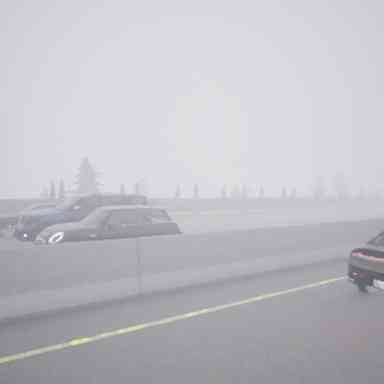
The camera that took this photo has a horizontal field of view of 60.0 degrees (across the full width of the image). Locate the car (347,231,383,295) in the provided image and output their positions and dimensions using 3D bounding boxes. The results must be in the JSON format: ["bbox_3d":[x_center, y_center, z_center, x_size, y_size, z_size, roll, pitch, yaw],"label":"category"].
[{"bbox_3d":[5.471,1.486,7.402,4.902,1.511,2.128,0,1,-34],"label":"car"}]

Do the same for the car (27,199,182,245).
[{"bbox_3d":[-2.553,1.243,10.689,4.553,1.767,2.097,0,1,-34],"label":"car"}]

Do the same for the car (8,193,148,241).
[{"bbox_3d":[-4.232,1.073,13.776,5.566,2.045,2.150,0,1,-34],"label":"car"}]

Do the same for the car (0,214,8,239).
[{"bbox_3d":[-7.129,1.284,16.052,5.008,1.535,1.882,0,1,-34],"label":"car"}]
